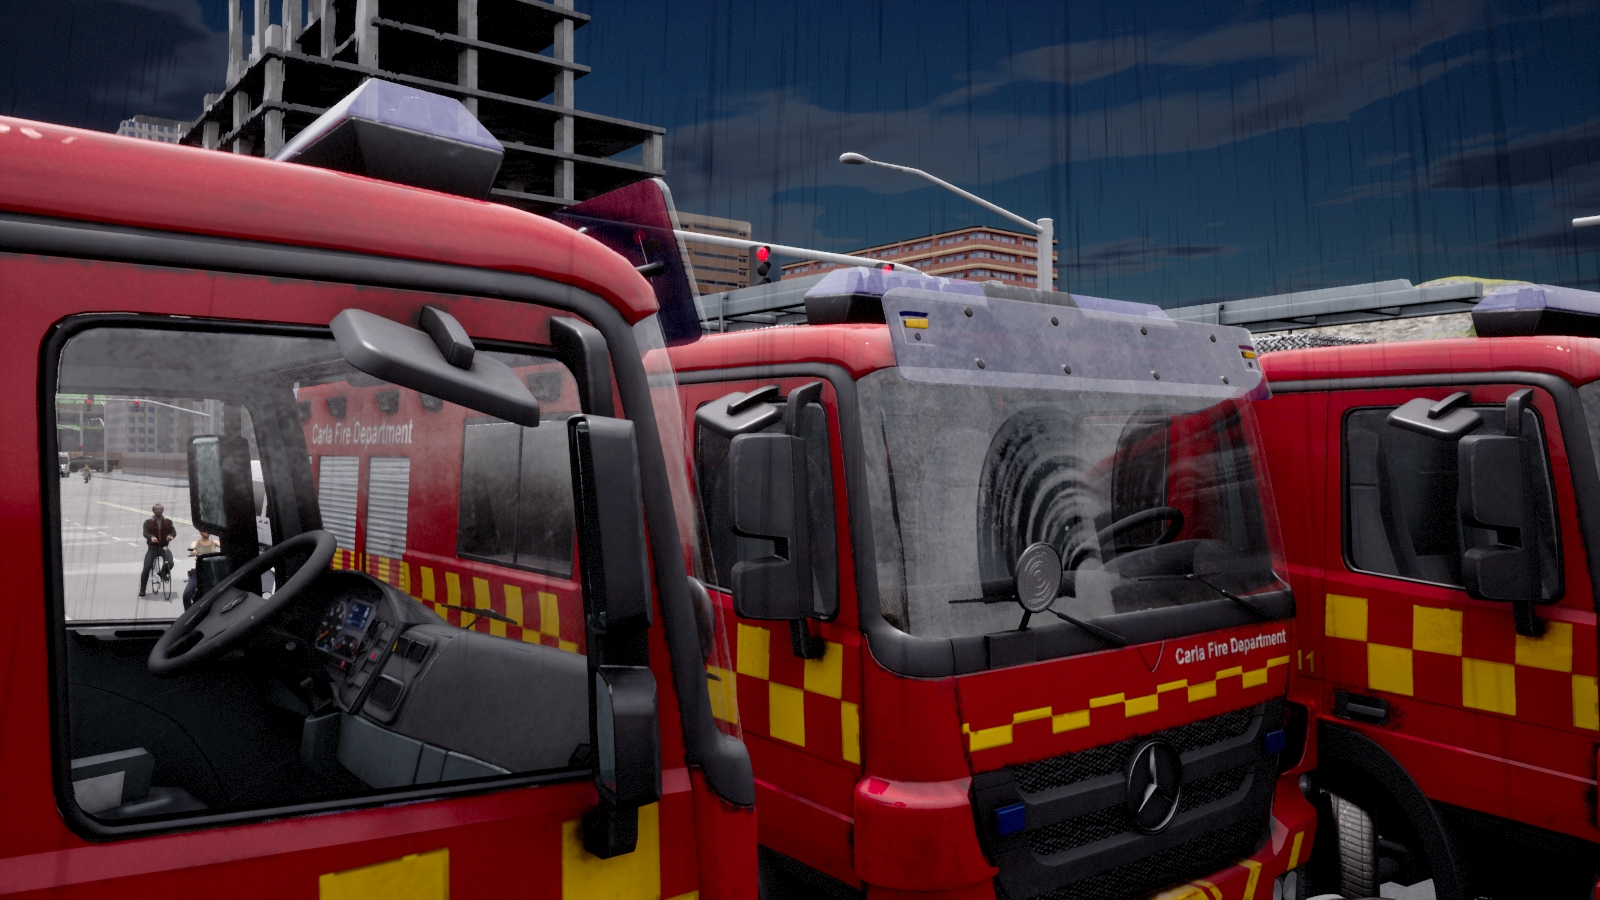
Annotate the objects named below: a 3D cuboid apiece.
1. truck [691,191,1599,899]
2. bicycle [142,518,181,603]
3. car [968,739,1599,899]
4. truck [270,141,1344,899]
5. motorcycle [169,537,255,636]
[{"bbox_3d":[2.348,0.890,8.605,2.891,3.827,8.468,0,0,-31],"label":"truck"},{"bbox_3d":[-12.095,2.060,21.614,0.329,1.471,1.835,0,0,-39],"label":"bicycle"},{"bbox_3d":[2.437,2.065,3.109,1.970,1.475,3.806,0,0,-30],"label":"car"},{"bbox_3d":[-1.099,0.890,8.003,2.891,3.827,8.468,0,0,-38],"label":"truck"},{"bbox_3d":[-9.533,2.155,18.464,0.764,1.307,2.356,0,0,-39],"label":"motorcycle"}]
